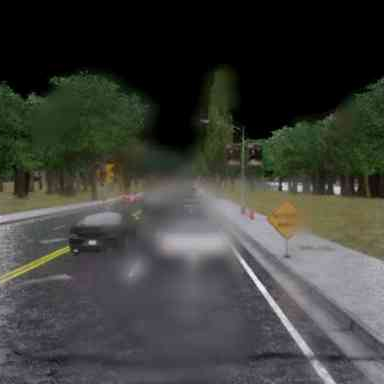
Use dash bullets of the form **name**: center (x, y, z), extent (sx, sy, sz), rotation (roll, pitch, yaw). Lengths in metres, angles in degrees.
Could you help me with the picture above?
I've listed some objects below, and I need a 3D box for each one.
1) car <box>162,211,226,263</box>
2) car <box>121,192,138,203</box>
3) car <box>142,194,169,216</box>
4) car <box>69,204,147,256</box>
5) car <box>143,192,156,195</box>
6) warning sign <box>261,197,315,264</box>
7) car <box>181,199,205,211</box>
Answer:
- **car**: center (0.065, 1.582, 11.848), extent (1.895, 1.301, 4.718), rotation (0, 0, 0)
- **car**: center (-9.812, 0.751, 52.541), extent (2.097, 1.767, 4.553), rotation (0, 1, 0)
- **car**: center (-3.170, 1.257, 29.721), extent (1.882, 1.535, 5.008), rotation (0, 1, 0)
- **car**: center (-3.178, 1.452, 13.134), extent (1.882, 1.535, 5.008), rotation (0, 0, 0)
- **car**: center (-6.562, 0.751, 52.539), extent (2.097, 1.767, 4.553), rotation (0, 1, 0)
- **warning sign**: center (2.857, 1.107, 10.000), extent (1.300, 1.860, 1.060), rotation (0, 1, 0)
- **car**: center (0.073, 1.296, 28.159), extent (2.128, 1.511, 4.902), rotation (0, 1, 0)
